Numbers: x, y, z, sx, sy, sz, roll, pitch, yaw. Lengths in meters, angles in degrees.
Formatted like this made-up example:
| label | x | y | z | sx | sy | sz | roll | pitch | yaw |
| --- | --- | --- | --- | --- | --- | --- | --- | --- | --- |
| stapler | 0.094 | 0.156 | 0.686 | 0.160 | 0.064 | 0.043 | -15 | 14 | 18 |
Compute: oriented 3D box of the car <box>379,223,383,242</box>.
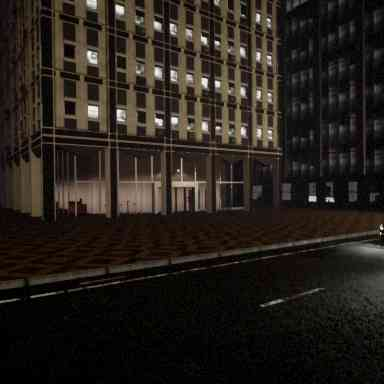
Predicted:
| label | x | y | z | sx | sy | sz | roll | pitch | yaw |
| --- | --- | --- | --- | --- | --- | --- | --- | --- | --- |
| car | 10.392 | 1.497 | 15.127 | 4.892 | 1.490 | 1.837 | 0 | 0 | -36 |
